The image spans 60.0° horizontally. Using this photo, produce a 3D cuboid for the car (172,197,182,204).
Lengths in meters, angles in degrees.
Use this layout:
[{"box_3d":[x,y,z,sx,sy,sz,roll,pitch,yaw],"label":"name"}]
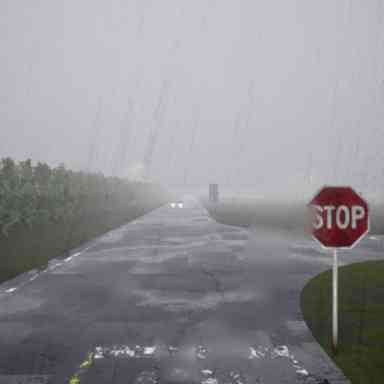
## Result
[{"box_3d":[-2.856,1.574,65.318,1.895,1.301,4.718,0,0,0],"label":"car"}]
